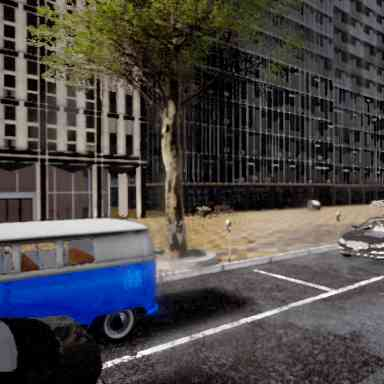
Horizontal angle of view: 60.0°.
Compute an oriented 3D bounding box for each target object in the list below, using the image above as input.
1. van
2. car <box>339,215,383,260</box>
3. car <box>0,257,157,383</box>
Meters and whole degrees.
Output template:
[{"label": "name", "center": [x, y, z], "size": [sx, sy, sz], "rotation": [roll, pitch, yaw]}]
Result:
[{"label": "van", "center": [-2.448, 1.337, 4.814], "size": [3.998, 1.788, 1.690], "rotation": [0, 0, -35]}, {"label": "car", "center": [6.782, 1.491, 11.396], "size": [4.403, 1.369, 2.008], "rotation": [0, 0, -35]}, {"label": "car", "center": [-2.741, 1.499, 1.298], "size": [4.902, 1.511, 2.128], "rotation": [0, 0, -35]}]
